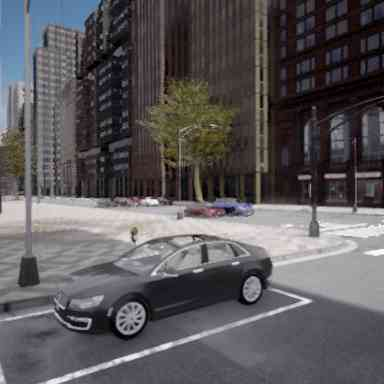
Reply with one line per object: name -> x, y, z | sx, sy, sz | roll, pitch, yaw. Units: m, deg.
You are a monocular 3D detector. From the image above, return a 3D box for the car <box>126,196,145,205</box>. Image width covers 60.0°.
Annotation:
car -> -10.888, 1.595, 63.647 | 1.812, 1.442, 4.674 | -1, 0, -36

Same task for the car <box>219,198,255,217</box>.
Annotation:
car -> 3.869, 1.368, 31.712 | 2.097, 1.767, 4.553 | -1, 0, -36

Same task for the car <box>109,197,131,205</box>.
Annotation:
car -> -13.287, 1.640, 61.416 | 2.033, 1.411, 5.357 | -1, 0, -36

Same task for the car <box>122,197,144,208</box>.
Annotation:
car -> -9.512, 1.608, 50.481 | 1.812, 1.442, 4.674 | -1, 0, -35

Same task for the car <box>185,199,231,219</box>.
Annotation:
car -> 1.167, 1.604, 29.908 | 1.994, 1.385, 4.181 | -1, 0, -36

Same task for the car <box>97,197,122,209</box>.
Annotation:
car -> -12.531, 1.615, 49.126 | 1.837, 1.490, 4.892 | -1, 0, -35

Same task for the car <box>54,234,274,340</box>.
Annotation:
car -> -0.305, 1.543, 6.434 | 4.403, 1.369, 2.008 | 0, 0, -35

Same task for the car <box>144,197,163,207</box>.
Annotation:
car -> -6.968, 1.585, 52.661 | 1.812, 1.442, 4.674 | -1, 0, -35

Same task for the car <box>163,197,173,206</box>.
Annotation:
car -> -4.898, 1.542, 55.331 | 1.837, 1.490, 4.892 | -1, 0, -35
